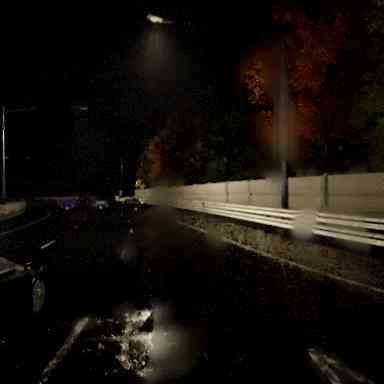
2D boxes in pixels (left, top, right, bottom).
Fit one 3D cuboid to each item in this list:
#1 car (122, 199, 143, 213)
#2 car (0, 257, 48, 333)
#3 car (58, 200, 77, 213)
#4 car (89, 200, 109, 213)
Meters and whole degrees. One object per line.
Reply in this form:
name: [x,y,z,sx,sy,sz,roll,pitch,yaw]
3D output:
car: [-6.783,1.569,37.924,1.837,1.490,4.892,0,0,-19]
car: [-3.633,1.517,4.534,2.128,1.511,4.902,0,0,-2]
car: [-14.738,1.641,39.213,1.812,1.442,4.674,0,0,-21]
car: [-10.778,1.654,38.618,1.994,1.385,4.181,0,0,-21]
